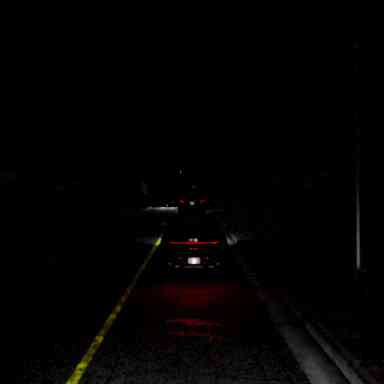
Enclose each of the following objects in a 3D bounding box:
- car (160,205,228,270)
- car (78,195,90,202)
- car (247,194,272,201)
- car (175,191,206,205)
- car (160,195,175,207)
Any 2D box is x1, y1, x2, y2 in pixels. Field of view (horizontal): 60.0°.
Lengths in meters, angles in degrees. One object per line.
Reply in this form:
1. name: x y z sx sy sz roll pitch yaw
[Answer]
1. car: 0.046 1.392 10.557 1.837 1.490 4.892 0 1 0
2. car: -20.759 1.200 60.020 4.403 1.369 2.008 -1 0 0
3. car: 12.227 0.934 60.111 4.313 1.339 1.947 0 0 0
4. car: 0.015 0.933 27.523 2.150 2.045 5.566 0 0 0
5. car: -2.922 1.137 41.694 2.033 1.411 5.357 0 0 0
